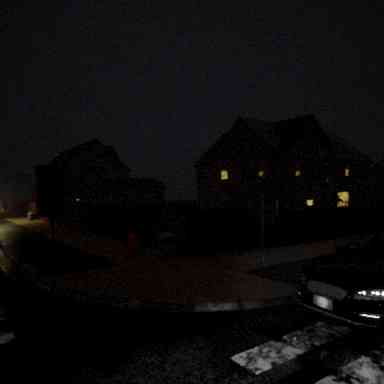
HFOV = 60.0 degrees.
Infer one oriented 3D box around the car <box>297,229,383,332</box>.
[{"bbox_3d":[4.203,1.503,6.579,4.902,1.511,2.128,0,0,-31],"label":"car"}]
